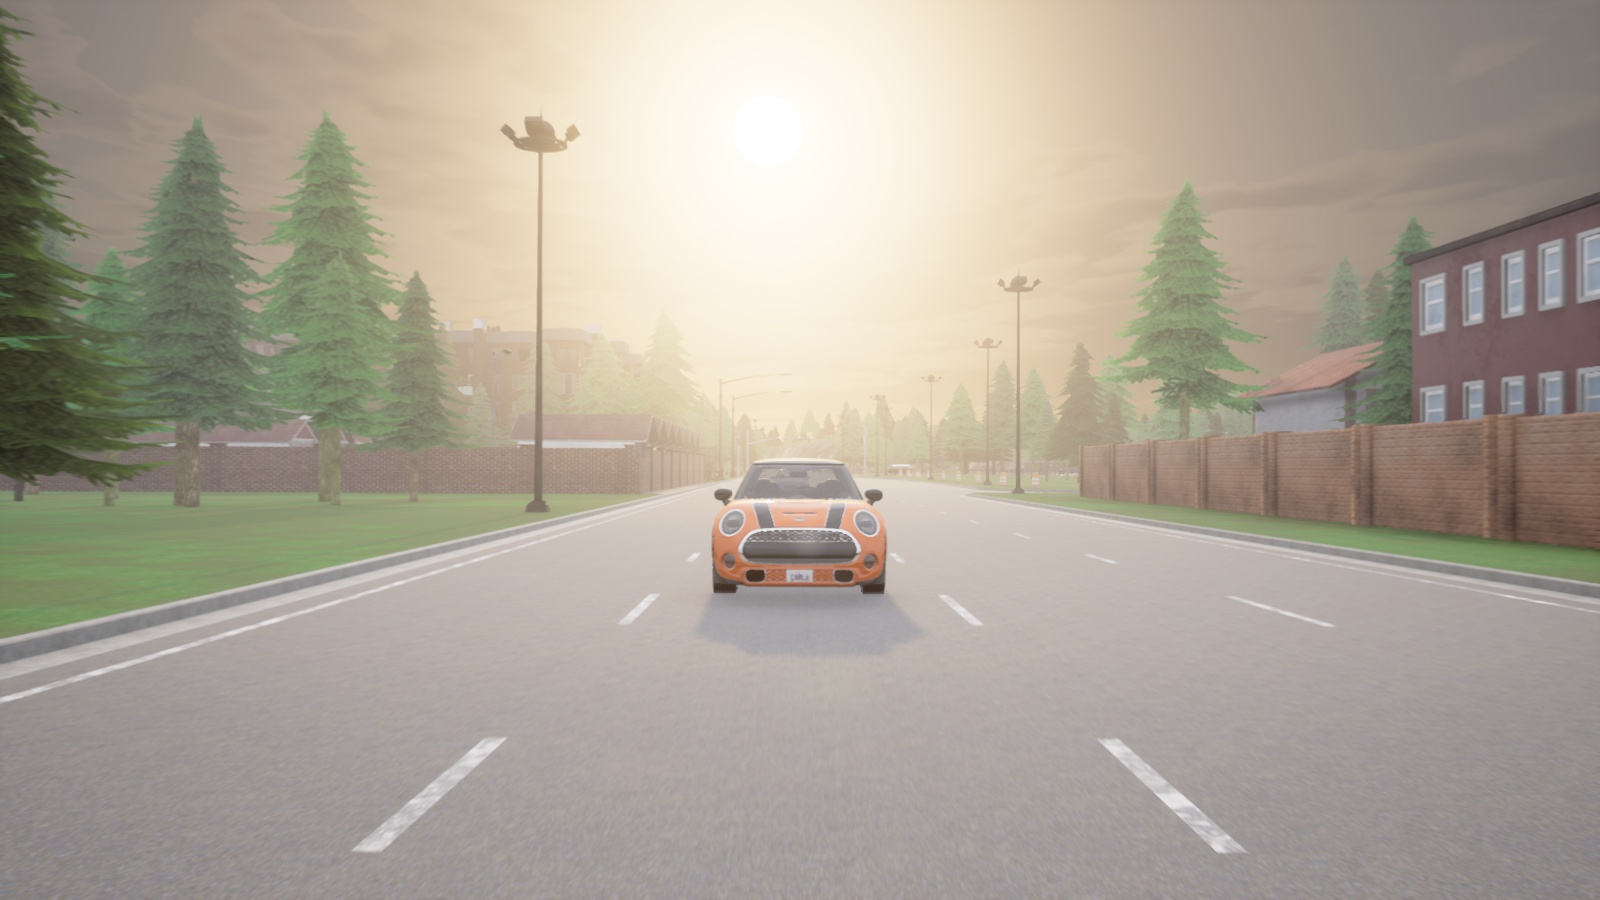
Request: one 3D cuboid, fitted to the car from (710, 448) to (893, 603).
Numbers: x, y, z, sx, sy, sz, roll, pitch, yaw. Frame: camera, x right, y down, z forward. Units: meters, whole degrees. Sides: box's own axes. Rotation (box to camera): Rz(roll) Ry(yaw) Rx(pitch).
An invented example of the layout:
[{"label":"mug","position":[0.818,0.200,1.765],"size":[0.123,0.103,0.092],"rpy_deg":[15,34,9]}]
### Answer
[{"label":"car","position":[-0.007,0.892,16.679],"size":[2.097,1.767,4.553],"rpy_deg":[0,-1,-1]}]
